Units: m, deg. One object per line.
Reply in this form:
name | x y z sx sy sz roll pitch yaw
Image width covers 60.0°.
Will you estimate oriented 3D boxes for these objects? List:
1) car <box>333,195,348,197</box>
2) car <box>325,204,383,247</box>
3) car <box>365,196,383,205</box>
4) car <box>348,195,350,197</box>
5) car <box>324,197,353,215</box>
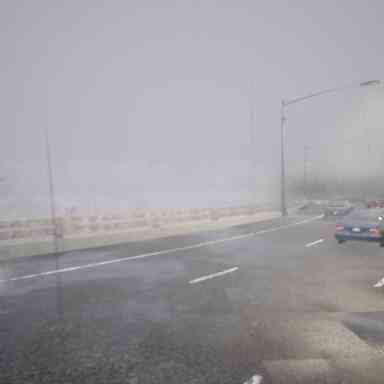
car | 23.259 1.375 53.319 1.812 1.442 4.674 0 0 16
car | 7.901 1.503 14.891 2.033 1.411 5.357 0 0 37
car | 23.034 1.230 41.764 2.097 1.767 4.553 0 0 22
car | 29.357 1.317 64.460 1.837 1.490 4.892 0 0 9
car | 12.370 1.413 27.799 2.128 1.511 4.902 0 0 31
